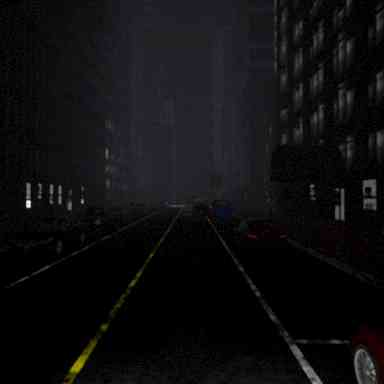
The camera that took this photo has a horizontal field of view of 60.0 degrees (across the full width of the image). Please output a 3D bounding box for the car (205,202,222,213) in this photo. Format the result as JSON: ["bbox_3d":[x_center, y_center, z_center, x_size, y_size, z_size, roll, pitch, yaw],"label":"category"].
[{"bbox_3d":[2.670,1.934,42.074,1.802,1.307,4.206,0,0,0],"label":"car"}]

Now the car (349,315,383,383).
[{"bbox_3d":[2.688,1.604,2.226,1.802,1.307,4.206,0,-1,0],"label":"car"}]

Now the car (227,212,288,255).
[{"bbox_3d":[2.683,1.705,13.614,1.802,1.307,4.206,0,0,0],"label":"car"}]

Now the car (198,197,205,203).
[{"bbox_3d":[2.646,2.166,93.306,1.967,1.590,4.097,0,0,0],"label":"car"}]

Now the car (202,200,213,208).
[{"bbox_3d":[2.662,2.071,59.151,1.802,1.307,4.206,0,0,0],"label":"car"}]

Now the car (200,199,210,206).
[{"bbox_3d":[2.657,2.125,70.536,2.008,1.369,4.403,0,0,0],"label":"car"}]

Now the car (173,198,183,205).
[{"bbox_3d":[-3.034,2.080,71.691,1.837,1.490,4.892,0,0,0],"label":"car"}]

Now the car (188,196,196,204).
[{"bbox_3d":[0.875,1.764,49.680,2.097,1.767,4.553,0,0,0],"label":"car"}]

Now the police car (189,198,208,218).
[{"bbox_3d":[0.884,1.712,33.819,1.930,1.638,5.238,0,0,0],"label":"police car"}]

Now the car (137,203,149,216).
[{"bbox_3d":[-5.708,1.889,36.380,1.802,1.307,4.206,0,0,0],"label":"car"}]

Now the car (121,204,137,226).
[{"bbox_3d":[-5.703,1.766,24.997,2.008,1.369,4.403,0,0,0],"label":"car"}]

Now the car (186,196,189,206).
[{"bbox_3d":[-0.034,1.752,69.501,2.150,2.045,5.566,0,0,0],"label":"car"}]

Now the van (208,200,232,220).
[{"bbox_3d":[2.675,1.602,30.692,1.690,1.788,3.998,0,0,0],"label":"van"}]

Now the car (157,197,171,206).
[{"bbox_3d":[-5.722,2.083,64.843,2.008,1.369,4.403,0,0,0],"label":"car"}]

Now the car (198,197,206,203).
[{"bbox_3d":[2.649,2.129,87.614,1.967,1.590,4.097,0,0,0],"label":"car"}]

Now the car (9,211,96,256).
[{"bbox_3d":[-5.698,1.674,13.612,2.008,1.369,4.403,0,-1,0],"label":"car"}]

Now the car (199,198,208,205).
[{"bbox_3d":[2.654,2.165,76.228,2.008,1.369,4.403,0,0,0],"label":"car"}]

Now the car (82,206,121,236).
[{"bbox_3d":[-5.700,1.610,19.306,1.967,1.590,4.097,0,0,0],"label":"car"}]

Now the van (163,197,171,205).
[{"bbox_3d":[-5.726,1.955,76.229,1.690,1.788,3.998,0,0,0],"label":"van"}]
